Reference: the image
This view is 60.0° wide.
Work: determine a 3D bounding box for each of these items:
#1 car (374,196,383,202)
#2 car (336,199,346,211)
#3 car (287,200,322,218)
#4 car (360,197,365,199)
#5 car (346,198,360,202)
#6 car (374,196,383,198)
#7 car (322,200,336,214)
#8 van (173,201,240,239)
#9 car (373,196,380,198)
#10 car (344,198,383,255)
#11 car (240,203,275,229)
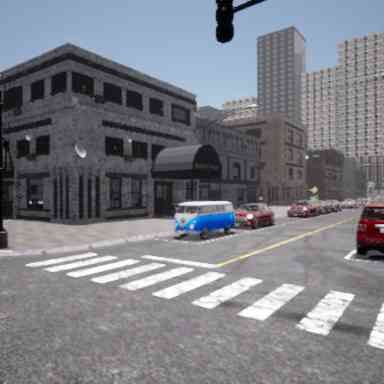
[{"bbox_3d":[45.426,1.669,80.458,1.887,1.381,4.507,-1,-1,35],"label":"car"},{"bbox_3d":[16.666,1.608,39.904,2.008,1.369,4.403,-1,0,35],"label":"car"},{"bbox_3d":[10.274,1.489,30.893,1.967,1.590,4.097,-1,0,35],"label":"car"},{"bbox_3d":[29.448,1.633,57.928,2.008,1.369,4.403,-1,0,35],"label":"car"},{"bbox_3d":[22.958,1.594,48.777,1.752,1.417,4.829,-1,0,35],"label":"car"},{"bbox_3d":[10.719,1.318,17.036,2.192,1.841,5.009,-1,0,35],"label":"car"},{"bbox_3d":[13.470,1.604,35.397,2.008,1.369,4.403,-1,0,35],"label":"car"},{"bbox_3d":[0.687,1.384,17.375,1.690,1.788,3.998,-1,0,35],"label":"van"},{"bbox_3d":[42.230,1.665,75.952,2.008,1.369,4.403,-1,0,35],"label":"car"},{"bbox_3d":[7.523,1.317,12.530,2.192,1.841,5.009,-1,0,35],"label":"car"},{"bbox_3d":[3.883,1.485,21.880,1.967,1.590,4.097,-1,0,35],"label":"car"}]
